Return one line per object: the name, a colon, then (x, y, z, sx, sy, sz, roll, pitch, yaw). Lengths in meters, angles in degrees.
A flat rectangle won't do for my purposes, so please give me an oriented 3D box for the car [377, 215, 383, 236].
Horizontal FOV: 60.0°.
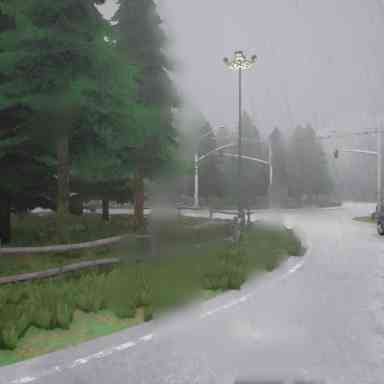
car: (10.280, 1.352, 15.442, 2.097, 1.767, 4.553, 0, 0, 15)
